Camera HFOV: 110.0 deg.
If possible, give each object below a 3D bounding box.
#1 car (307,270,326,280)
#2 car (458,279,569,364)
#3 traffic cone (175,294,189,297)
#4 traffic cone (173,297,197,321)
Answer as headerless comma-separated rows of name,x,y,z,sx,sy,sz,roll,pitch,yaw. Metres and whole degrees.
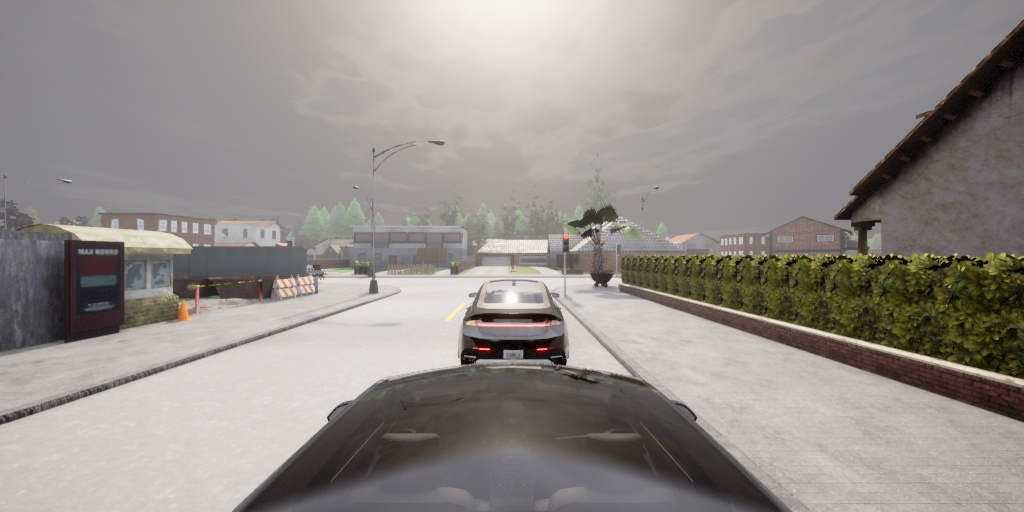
car,-16.968,1.297,26.767,5.357,1.411,2.033,0,0,0
car,0.042,1.242,7.724,2.128,1.511,4.902,0,0,1
traffic cone,-10.392,1.568,11.070,0.344,0.586,0.344,0,0,0
traffic cone,-9.672,1.598,10.550,0.344,0.586,0.344,0,0,0
